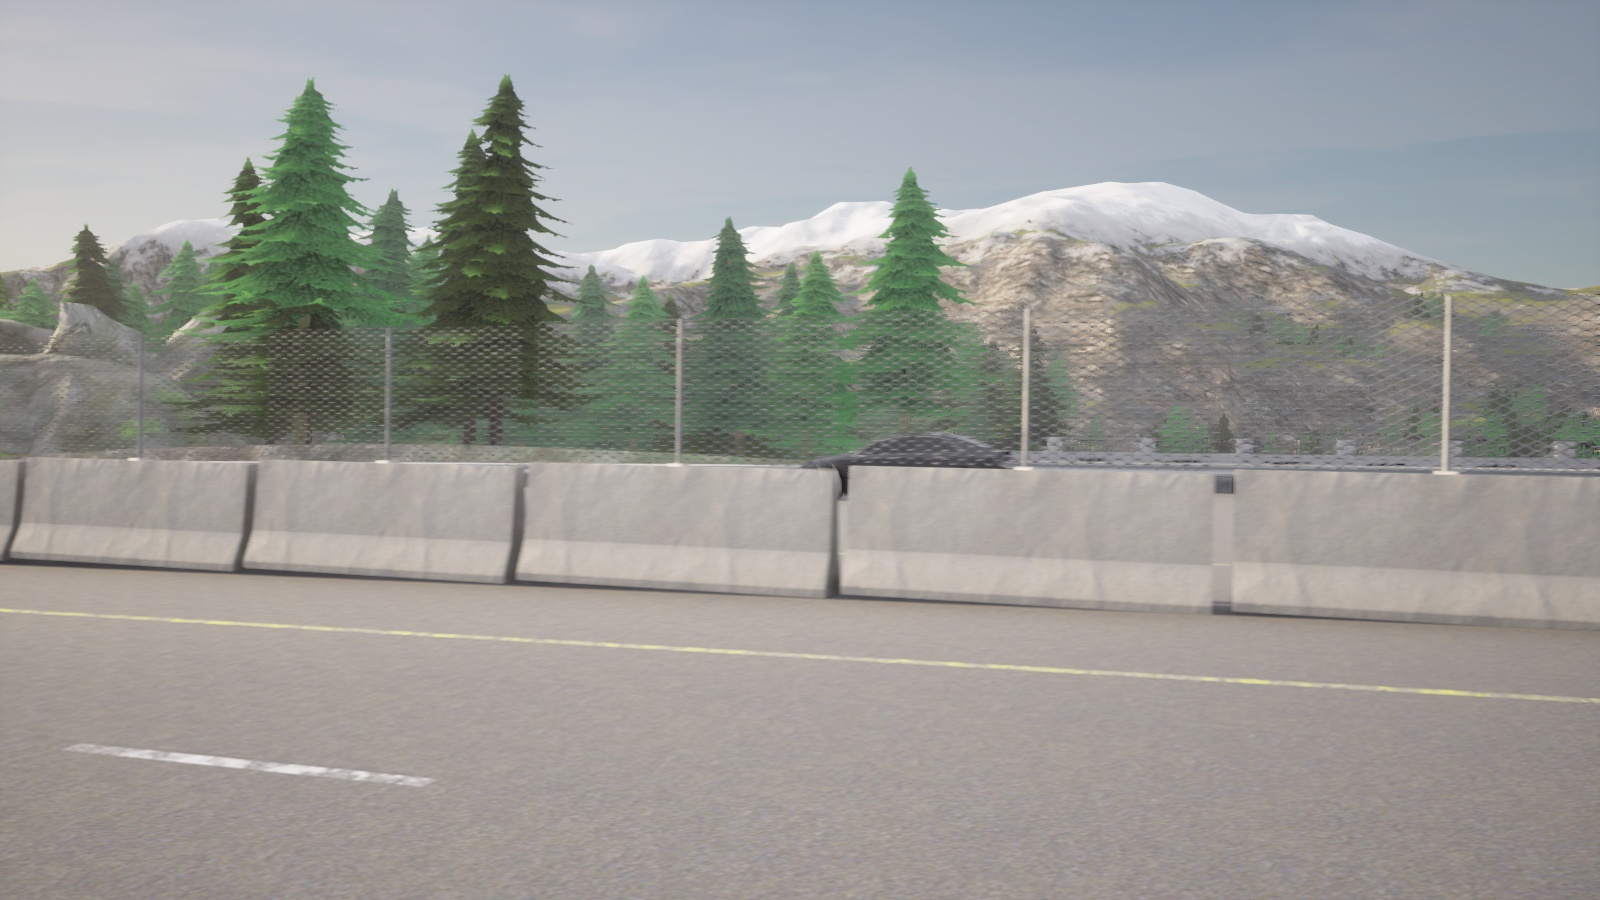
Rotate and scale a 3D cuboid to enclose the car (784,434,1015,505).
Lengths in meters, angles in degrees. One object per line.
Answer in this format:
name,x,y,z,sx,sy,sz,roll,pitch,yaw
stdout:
car,2.252,0.386,28.283,4.892,1.490,1.837,1,1,19
